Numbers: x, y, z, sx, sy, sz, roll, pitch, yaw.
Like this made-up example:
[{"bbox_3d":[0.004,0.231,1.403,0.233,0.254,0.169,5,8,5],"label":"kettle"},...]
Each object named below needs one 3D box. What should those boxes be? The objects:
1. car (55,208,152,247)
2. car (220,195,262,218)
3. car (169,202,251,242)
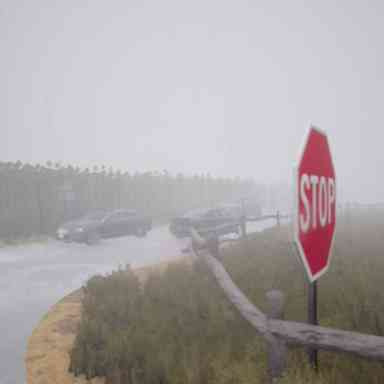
[{"bbox_3d":[-3.999,1.555,15.771,2.128,1.511,4.902,0,0,36],"label":"car"},{"bbox_3d":[3.688,1.287,26.550,2.150,2.045,5.566,0,0,35],"label":"car"},{"bbox_3d":[0.927,1.524,17.019,1.882,1.535,5.008,0,0,36],"label":"car"}]
